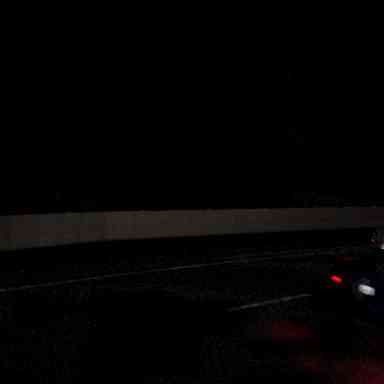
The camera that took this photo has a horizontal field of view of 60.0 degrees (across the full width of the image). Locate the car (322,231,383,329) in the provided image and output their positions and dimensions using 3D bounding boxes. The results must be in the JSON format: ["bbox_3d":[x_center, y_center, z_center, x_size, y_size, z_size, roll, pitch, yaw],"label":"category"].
[{"bbox_3d":[4.944,1.548,6.111,5.357,1.411,2.033,0,0,-25],"label":"car"}]

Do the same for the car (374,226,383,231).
[{"bbox_3d":[8.312,1.524,11.321,4.674,1.442,1.812,0,0,-19],"label":"car"}]
